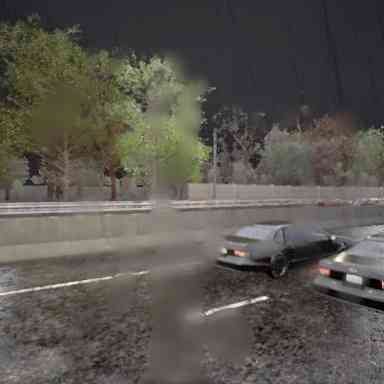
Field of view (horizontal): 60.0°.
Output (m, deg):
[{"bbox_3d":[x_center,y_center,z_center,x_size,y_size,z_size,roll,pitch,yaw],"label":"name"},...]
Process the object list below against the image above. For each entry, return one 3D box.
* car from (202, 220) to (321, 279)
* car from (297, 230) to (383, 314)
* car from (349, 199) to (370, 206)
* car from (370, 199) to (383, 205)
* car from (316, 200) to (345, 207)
[{"bbox_3d":[2.858,1.581,10.125,5.357,1.411,2.033,0,0,-35],"label":"car"},{"bbox_3d":[4.895,1.581,7.277,5.357,1.411,2.033,0,0,-35],"label":"car"},{"bbox_3d":[24.049,1.722,46.899,4.892,1.490,1.837,1,-1,-35],"label":"car"},{"bbox_3d":[26.111,1.723,44.072,4.892,1.490,1.837,1,-1,-35],"label":"car"},{"bbox_3d":[20.217,1.804,48.439,4.718,1.301,1.895,0,0,-36],"label":"car"}]
